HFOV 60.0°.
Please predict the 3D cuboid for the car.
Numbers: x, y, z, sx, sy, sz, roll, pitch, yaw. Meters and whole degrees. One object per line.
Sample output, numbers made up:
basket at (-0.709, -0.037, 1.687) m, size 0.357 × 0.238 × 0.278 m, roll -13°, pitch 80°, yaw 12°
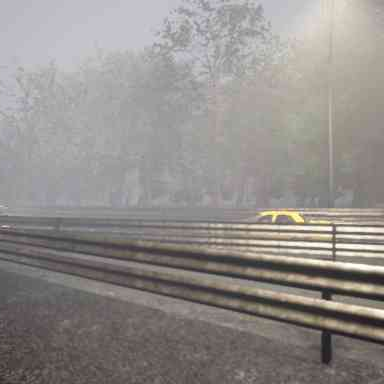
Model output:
car at (3.643, 1.558, 15.374) m, size 5.366 × 1.575 × 1.801 m, roll 0°, pitch 0°, yaw 21°
